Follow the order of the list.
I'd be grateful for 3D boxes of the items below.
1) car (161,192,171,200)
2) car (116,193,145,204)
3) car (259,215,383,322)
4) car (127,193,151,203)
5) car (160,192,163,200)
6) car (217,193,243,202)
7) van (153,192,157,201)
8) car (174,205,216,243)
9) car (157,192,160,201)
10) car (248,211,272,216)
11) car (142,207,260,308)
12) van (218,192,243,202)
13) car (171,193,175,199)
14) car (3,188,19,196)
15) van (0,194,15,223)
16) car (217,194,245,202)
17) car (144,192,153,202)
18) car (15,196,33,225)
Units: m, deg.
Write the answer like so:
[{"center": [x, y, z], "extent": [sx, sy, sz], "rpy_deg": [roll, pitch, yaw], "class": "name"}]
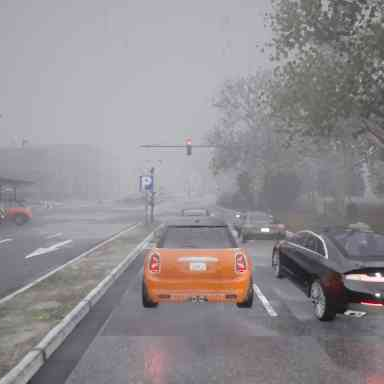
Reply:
[{"center": [-8.532, 1.356, 84.963], "extent": [4.674, 1.452, 2.002], "rpy_deg": [-1, 0, -12], "class": "car"}, {"center": [-11.502, 1.357, 61.026], "extent": [4.792, 1.488, 2.163], "rpy_deg": [-1, 0, -15], "class": "car"}, {"center": [3.102, 1.501, 7.245], "extent": [2.128, 1.511, 4.902], "rpy_deg": [0, 0, 0], "class": "car"}, {"center": [-10.769, 1.195, 66.970], "extent": [4.553, 1.767, 2.185], "rpy_deg": [-1, 0, -14], "class": "car"}, {"center": [-9.711, 1.358, 75.978], "extent": [4.674, 1.452, 2.002], "rpy_deg": [-1, 0, -13], "class": "car"}, {"center": [7.604, 1.140, 66.608], "extent": [4.553, 1.767, 2.185], "rpy_deg": [1, 0, -14], "class": "car"}, {"center": [-10.306, 1.092, 70.011], "extent": [4.442, 1.987, 1.878], "rpy_deg": [-1, 0, -14], "class": "van"}, {"center": [0.154, 1.531, 17.207], "extent": [1.837, 1.490, 4.892], "rpy_deg": [0, 0, 1], "class": "car"}, {"center": [-10.081, 1.320, 72.982], "extent": [4.892, 1.521, 2.231], "rpy_deg": [-1, 0, -14], "class": "car"}, {"center": [3.145, 1.587, 16.157], "extent": [1.994, 1.385, 4.181], "rpy_deg": [0, 0, 1], "class": "car"}, {"center": [0.104, 1.363, 8.121], "extent": [2.097, 1.767, 4.553], "rpy_deg": [0, 0, 0], "class": "car"}, {"center": [7.224, 1.041, 63.638], "extent": [4.442, 1.987, 1.878], "rpy_deg": [1, 0, -14], "class": "van"}, {"center": [-8.085, 1.064, 87.969], "extent": [5.566, 2.045, 2.435], "rpy_deg": [-1, 0, -12], "class": "car"}, {"center": [-28.214, 0.136, 51.878], "extent": [2.002, 1.452, 4.674], "rpy_deg": [6, -3, -19], "class": "car"}, {"center": [-13.622, 1.296, 20.240], "extent": [4.442, 1.987, 1.878], "rpy_deg": [-1, 0, -20], "class": "van"}, {"center": [8.138, 1.262, 69.602], "extent": [5.366, 1.575, 1.946], "rpy_deg": [1, 0, -13], "class": "car"}, {"center": [-10.860, 1.314, 64.018], "extent": [5.366, 1.575, 1.946], "rpy_deg": [-1, 0, -15], "class": "car"}, {"center": [-13.649, 1.402, 23.217], "extent": [4.553, 1.767, 2.185], "rpy_deg": [-1, 0, -19], "class": "car"}]
